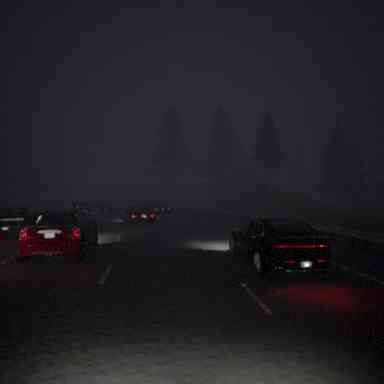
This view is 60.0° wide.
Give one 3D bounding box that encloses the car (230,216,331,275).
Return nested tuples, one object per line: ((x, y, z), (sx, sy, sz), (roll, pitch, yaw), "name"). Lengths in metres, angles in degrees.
((2.532, 1.542, 10.607), (1.837, 1.490, 4.892), (0, 0, -7), "car")

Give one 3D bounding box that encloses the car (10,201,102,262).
((-4.837, 1.407, 12.580), (2.097, 1.767, 4.553), (0, 0, -9), "car")

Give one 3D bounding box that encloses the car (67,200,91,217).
((-11.650, 1.651, 34.100), (1.837, 1.490, 4.892), (0, 0, -25), "car")

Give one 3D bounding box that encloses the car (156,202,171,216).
((-3.748, 1.681, 33.733), (2.033, 1.411, 5.357), (0, 0, -23), "car")

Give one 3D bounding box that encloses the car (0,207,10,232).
((-9.678, 1.576, 18.573), (2.128, 1.511, 4.902), (0, 0, -14), "car")

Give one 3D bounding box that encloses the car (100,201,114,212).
((-11.056, 1.770, 40.596), (1.895, 1.301, 4.718), (0, 0, -29), "car")

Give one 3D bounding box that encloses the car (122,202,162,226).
((-3.955, 1.645, 24.221), (2.033, 1.411, 5.357), (0, 0, -17), "car")
